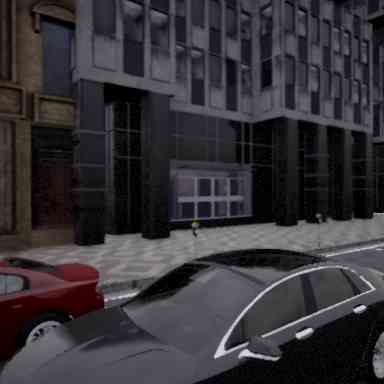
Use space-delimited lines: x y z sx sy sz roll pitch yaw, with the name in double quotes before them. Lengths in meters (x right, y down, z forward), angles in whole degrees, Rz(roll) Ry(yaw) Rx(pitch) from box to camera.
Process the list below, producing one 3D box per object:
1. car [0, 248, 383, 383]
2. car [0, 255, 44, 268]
"car" 0.568 1.498 3.774 4.892 1.490 1.837 0 0 -35
"car" -3.402 1.546 4.224 4.507 1.381 1.887 0 0 -36
